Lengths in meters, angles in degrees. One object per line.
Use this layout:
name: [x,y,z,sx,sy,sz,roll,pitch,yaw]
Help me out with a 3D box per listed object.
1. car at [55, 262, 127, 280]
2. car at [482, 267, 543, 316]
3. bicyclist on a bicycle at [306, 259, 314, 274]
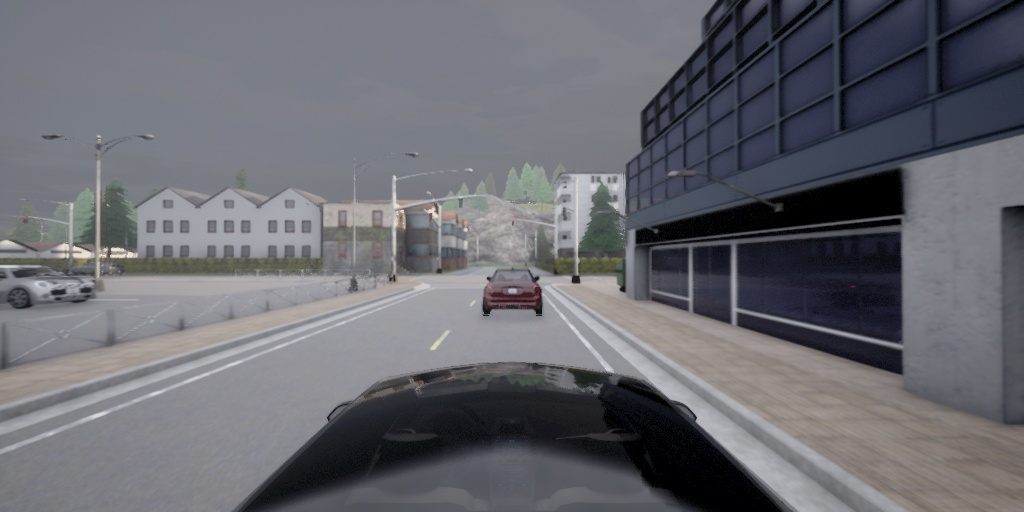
car: [-41.540,1.342,35.792,4.902,1.511,2.128,0,0,0]
car: [0.043,1.202,14.091,2.097,1.767,4.553,0,-1,1]
bicyclist on a bicycle: [-22.330,1.182,39.626,0.582,1.620,1.656,0,0,0]
